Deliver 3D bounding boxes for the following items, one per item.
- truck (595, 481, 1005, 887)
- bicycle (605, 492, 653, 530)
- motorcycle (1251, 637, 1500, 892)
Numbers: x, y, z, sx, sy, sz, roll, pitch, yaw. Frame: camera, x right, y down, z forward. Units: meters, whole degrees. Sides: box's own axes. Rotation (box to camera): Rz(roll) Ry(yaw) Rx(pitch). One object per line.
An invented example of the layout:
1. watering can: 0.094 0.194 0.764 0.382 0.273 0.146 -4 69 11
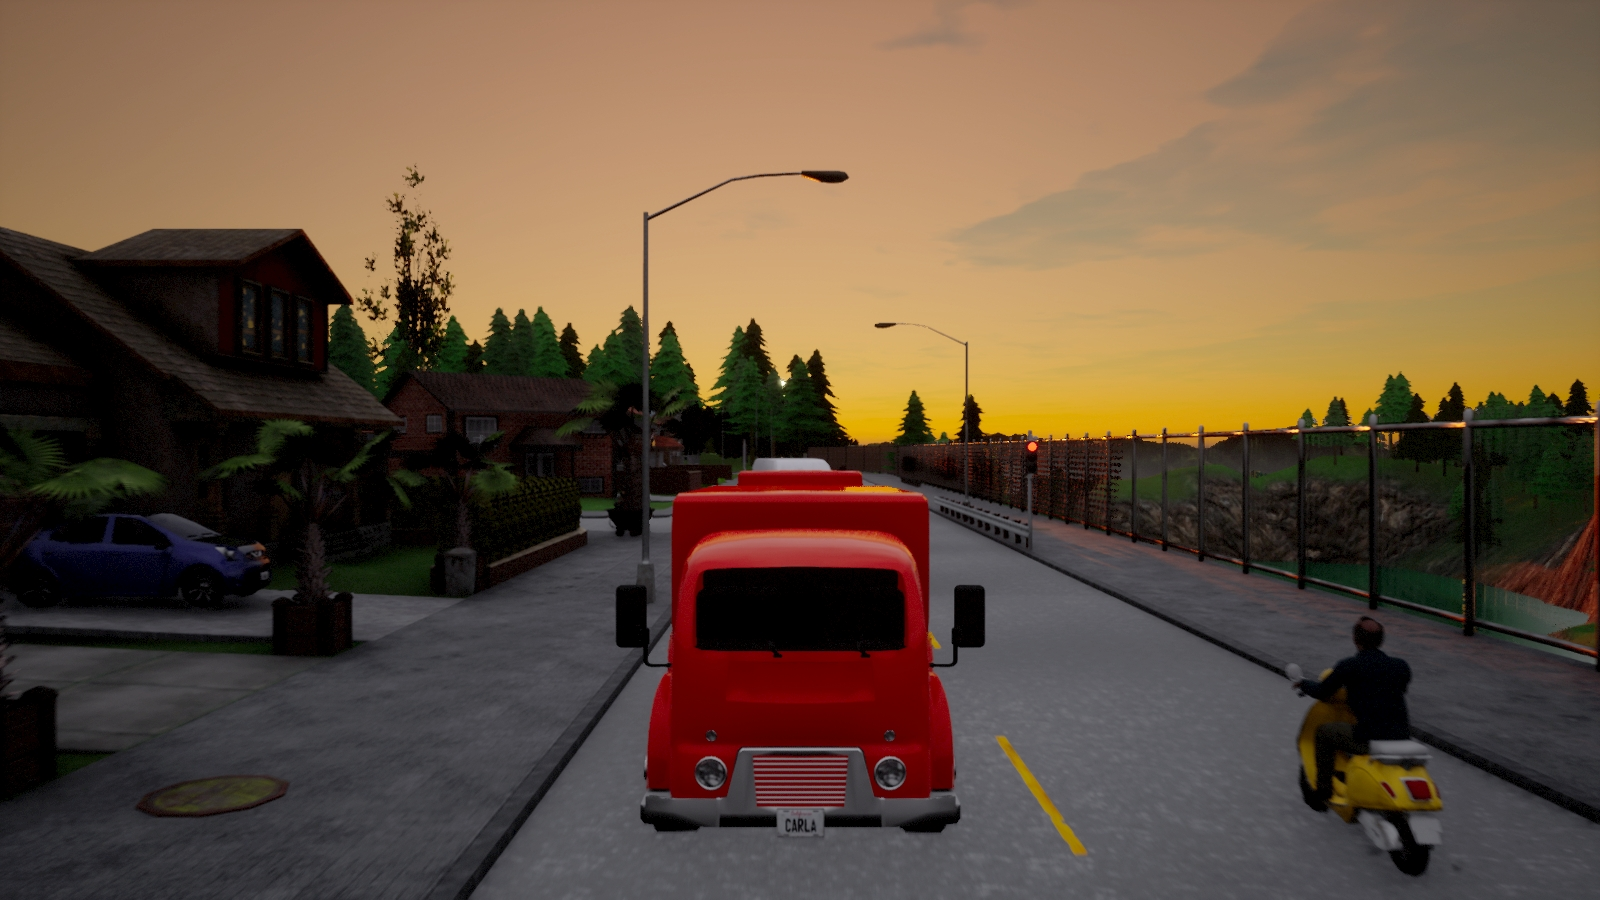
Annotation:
1. truck: 0.000 1.569 9.910 2.627 2.467 5.204 0 0 0
2. bicycle: -6.027 2.154 40.274 1.487 1.276 0.859 0 0 8
3. motorcycle: 4.000 2.141 8.133 0.856 1.316 1.805 0 0 0
